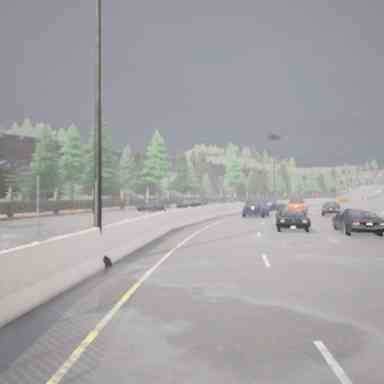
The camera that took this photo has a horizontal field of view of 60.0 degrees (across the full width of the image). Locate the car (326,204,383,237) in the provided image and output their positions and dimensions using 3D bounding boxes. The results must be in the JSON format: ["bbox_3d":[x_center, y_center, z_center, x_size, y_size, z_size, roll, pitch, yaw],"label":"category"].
[{"bbox_3d":[9.395,1.664,19.022,2.033,1.411,5.357,0,0,13],"label":"car"}]

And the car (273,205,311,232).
[{"bbox_3d":[6.343,1.730,21.221,1.895,1.301,4.718,0,0,13],"label":"car"}]

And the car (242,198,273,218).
[{"bbox_3d":[6.405,1.552,32.942,2.097,1.767,4.553,0,0,20],"label":"car"}]

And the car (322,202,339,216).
[{"bbox_3d":[14.849,1.764,35.301,2.033,1.411,5.357,0,0,25],"label":"car"}]

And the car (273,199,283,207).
[{"bbox_3d":[10.510,1.609,42.441,2.097,1.767,4.553,0,0,28],"label":"car"}]

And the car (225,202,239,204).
[{"bbox_3d":[5.583,1.770,48.413,1.882,1.535,5.008,0,0,29],"label":"car"}]

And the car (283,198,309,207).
[{"bbox_3d":[11.574,1.574,36.338,2.097,1.767,4.553,0,0,23],"label":"car"}]

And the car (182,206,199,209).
[{"bbox_3d":[-0.406,1.744,44.322,1.882,1.535,5.008,0,0,26],"label":"car"}]
